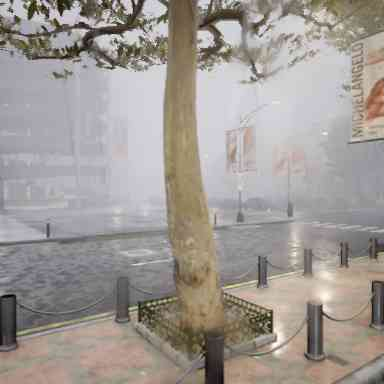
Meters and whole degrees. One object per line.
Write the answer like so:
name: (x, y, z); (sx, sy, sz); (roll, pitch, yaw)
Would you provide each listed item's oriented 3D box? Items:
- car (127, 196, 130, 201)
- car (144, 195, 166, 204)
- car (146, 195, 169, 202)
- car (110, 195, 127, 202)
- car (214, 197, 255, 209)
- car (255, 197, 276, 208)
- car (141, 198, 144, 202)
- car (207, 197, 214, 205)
car: (-17.548, 1.466, 81.087); (4.892, 1.490, 1.837); (0, 0, 12)
car: (-6.331, 1.530, 62.939); (4.892, 1.490, 1.837); (0, 0, 42)
car: (-7.954, 1.556, 77.272); (4.902, 1.511, 2.128); (0, 0, 26)
car: (-18.510, 1.451, 77.722); (5.008, 1.535, 1.882); (0, 0, 12)
car: (5.960, 1.574, 47.414); (2.033, 1.411, 5.357); (0, 0, -35)
car: (9.806, 1.534, 48.014); (1.837, 1.490, 4.892); (0, 0, -36)
car: (-8.978, 1.506, 73.860); (5.008, 1.535, 1.882); (0, 0, 30)
car: (4.157, 1.577, 55.957); (2.033, 1.411, 5.357); (0, 0, -36)
